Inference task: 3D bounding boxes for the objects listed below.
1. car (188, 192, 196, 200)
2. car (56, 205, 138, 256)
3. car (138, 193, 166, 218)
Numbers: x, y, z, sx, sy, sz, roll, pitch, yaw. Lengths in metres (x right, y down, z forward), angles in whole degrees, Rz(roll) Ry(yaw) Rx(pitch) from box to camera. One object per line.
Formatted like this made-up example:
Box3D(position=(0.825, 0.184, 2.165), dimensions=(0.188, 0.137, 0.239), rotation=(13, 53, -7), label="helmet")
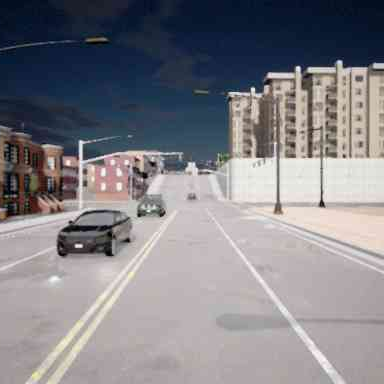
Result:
Box3D(position=(-0.011, 0.815, 73.314), dimensions=(2.128, 1.511, 4.902), rotation=(0, 6, 0), label="car")
Box3D(position=(-3.583, 1.426, 13.032), dimensions=(1.882, 1.535, 5.008), rotation=(0, 0, 0), label="car")
Box3D(position=(-3.504, 1.158, 29.646), dimensions=(2.150, 2.045, 5.566), rotation=(0, 0, 0), label="car")
